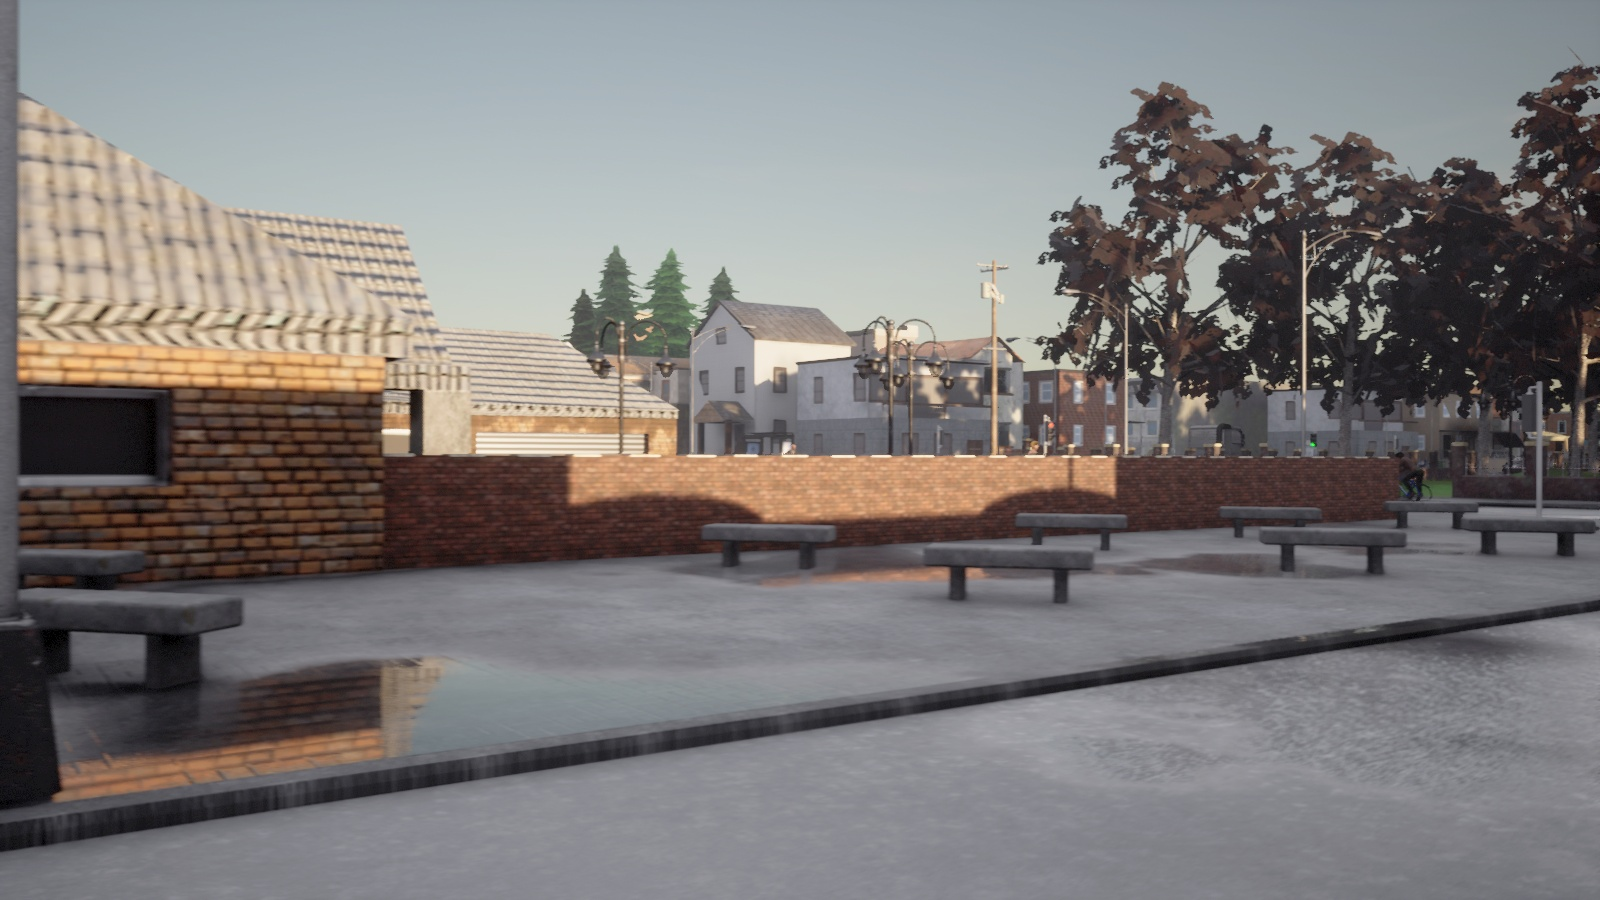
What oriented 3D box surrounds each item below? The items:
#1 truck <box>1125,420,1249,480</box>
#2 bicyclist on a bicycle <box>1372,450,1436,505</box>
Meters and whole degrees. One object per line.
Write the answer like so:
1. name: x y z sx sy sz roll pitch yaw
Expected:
1. truck: 23.449 0.008 75.958 7.936 3.462 2.891 0 0 -35
2. bicyclist on a bicycle: 18.266 0.815 37.973 0.582 1.620 1.656 0 -1 -36
